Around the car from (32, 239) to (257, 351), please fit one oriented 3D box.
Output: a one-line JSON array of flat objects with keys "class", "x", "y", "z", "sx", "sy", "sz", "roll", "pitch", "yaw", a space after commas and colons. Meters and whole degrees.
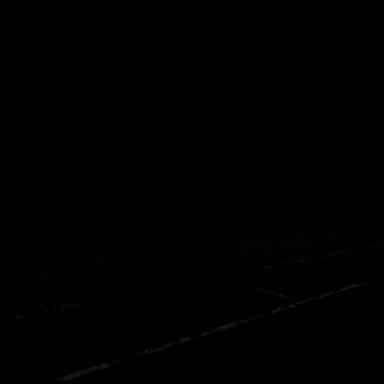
[{"class": "car", "x": -0.608, "y": 1.573, "z": 6.120, "sx": 4.206, "sy": 1.307, "sz": 1.802, "roll": 0, "pitch": -1, "yaw": -36}]
